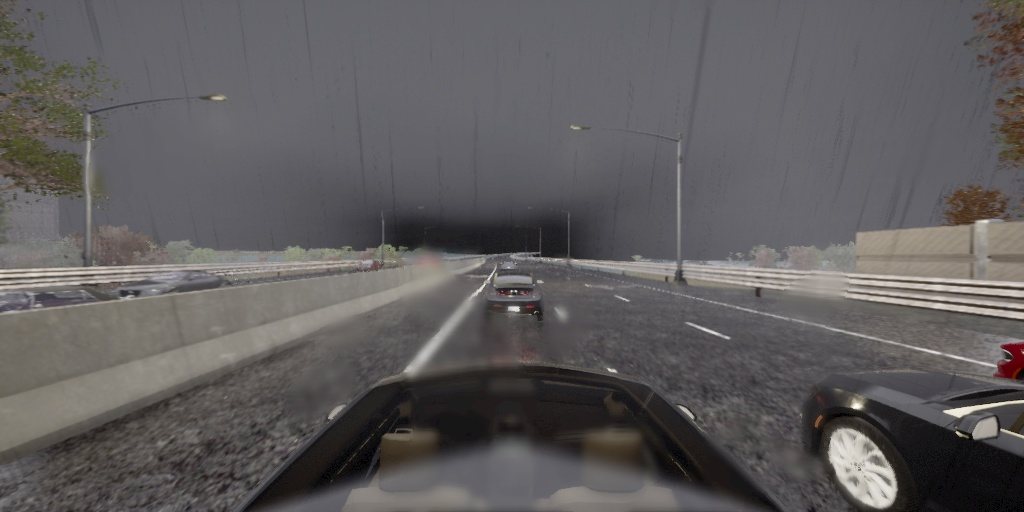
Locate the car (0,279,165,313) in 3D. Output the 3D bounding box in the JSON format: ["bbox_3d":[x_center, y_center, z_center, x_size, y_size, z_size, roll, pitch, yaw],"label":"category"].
[{"bbox_3d":[-10.616,1.353,7.573,1.895,1.301,4.718,0,0,0],"label":"car"}]

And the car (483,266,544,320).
[{"bbox_3d":[0.056,1.254,12.557,1.837,1.490,4.892,0,0,0],"label":"car"}]

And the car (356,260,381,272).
[{"bbox_3d":[-18.152,1.262,45.720,1.812,1.442,4.674,0,0,-1],"label":"car"}]

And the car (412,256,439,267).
[{"bbox_3d":[-11.204,0.954,47.884,2.150,2.045,5.566,0,0,-1],"label":"car"}]

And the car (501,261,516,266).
[{"bbox_3d":[-0.407,1.299,43.309,1.994,1.385,4.181,0,0,-1],"label":"car"}]

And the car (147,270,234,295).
[{"bbox_3d":[-14.164,1.315,15.280,1.994,1.385,4.181,0,0,0],"label":"car"}]

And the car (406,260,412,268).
[{"bbox_3d":[-14.900,1.273,55.821,2.033,1.411,5.357,0,0,-1],"label":"car"}]

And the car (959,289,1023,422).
[{"bbox_3d":[7.092,1.226,2.431,1.882,1.535,5.008,0,0,0],"label":"car"}]

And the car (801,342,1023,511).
[{"bbox_3d":[3.593,1.254,1.305,1.837,1.490,4.892,0,0,0],"label":"car"}]
